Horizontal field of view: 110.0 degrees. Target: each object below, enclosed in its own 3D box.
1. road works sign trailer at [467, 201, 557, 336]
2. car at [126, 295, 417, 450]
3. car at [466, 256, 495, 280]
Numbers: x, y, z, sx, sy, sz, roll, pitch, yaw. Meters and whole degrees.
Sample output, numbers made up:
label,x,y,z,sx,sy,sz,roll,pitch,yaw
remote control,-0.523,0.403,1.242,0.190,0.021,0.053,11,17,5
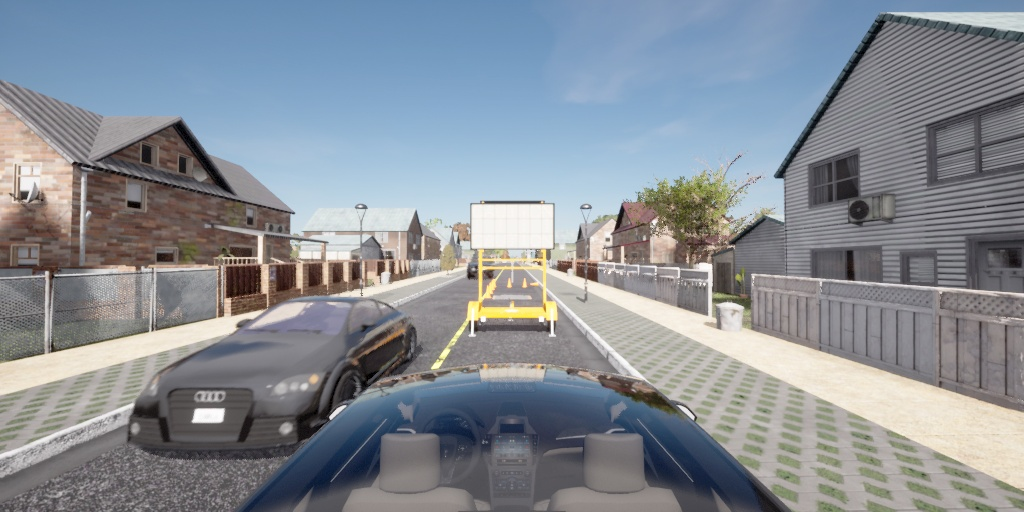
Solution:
label,x,y,z,sx,sy,sz,roll,pitch,yaw
road works sign trailer,0.014,0.220,10.344,2.380,3.560,2.880,0,0,0
car,-2.847,1.316,5.361,1.994,1.385,4.181,0,0,0
car,-2.751,1.018,32.363,2.150,2.045,5.566,0,0,0
